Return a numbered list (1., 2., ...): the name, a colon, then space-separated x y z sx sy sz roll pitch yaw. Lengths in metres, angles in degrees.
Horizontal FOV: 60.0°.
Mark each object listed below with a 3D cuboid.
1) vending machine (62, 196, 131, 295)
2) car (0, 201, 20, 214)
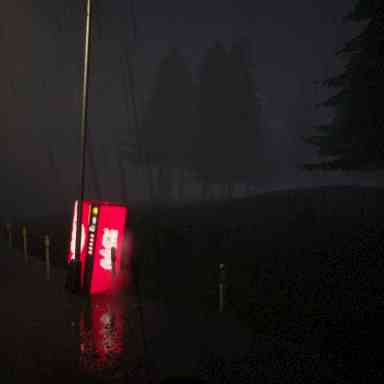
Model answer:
1. vending machine: -2.291 1.228 8.017 0.880 2.100 1.100 6 0 44
2. car: -22.452 1.814 39.423 2.033 1.411 5.357 4 -1 -3
